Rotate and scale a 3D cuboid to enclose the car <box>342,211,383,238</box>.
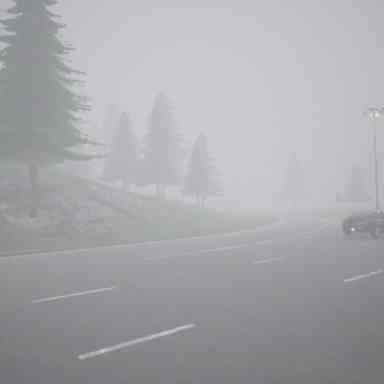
[{"bbox_3d":[11.277,1.927,20.707,4.892,1.490,1.837,0,-2,-36],"label":"car"}]
